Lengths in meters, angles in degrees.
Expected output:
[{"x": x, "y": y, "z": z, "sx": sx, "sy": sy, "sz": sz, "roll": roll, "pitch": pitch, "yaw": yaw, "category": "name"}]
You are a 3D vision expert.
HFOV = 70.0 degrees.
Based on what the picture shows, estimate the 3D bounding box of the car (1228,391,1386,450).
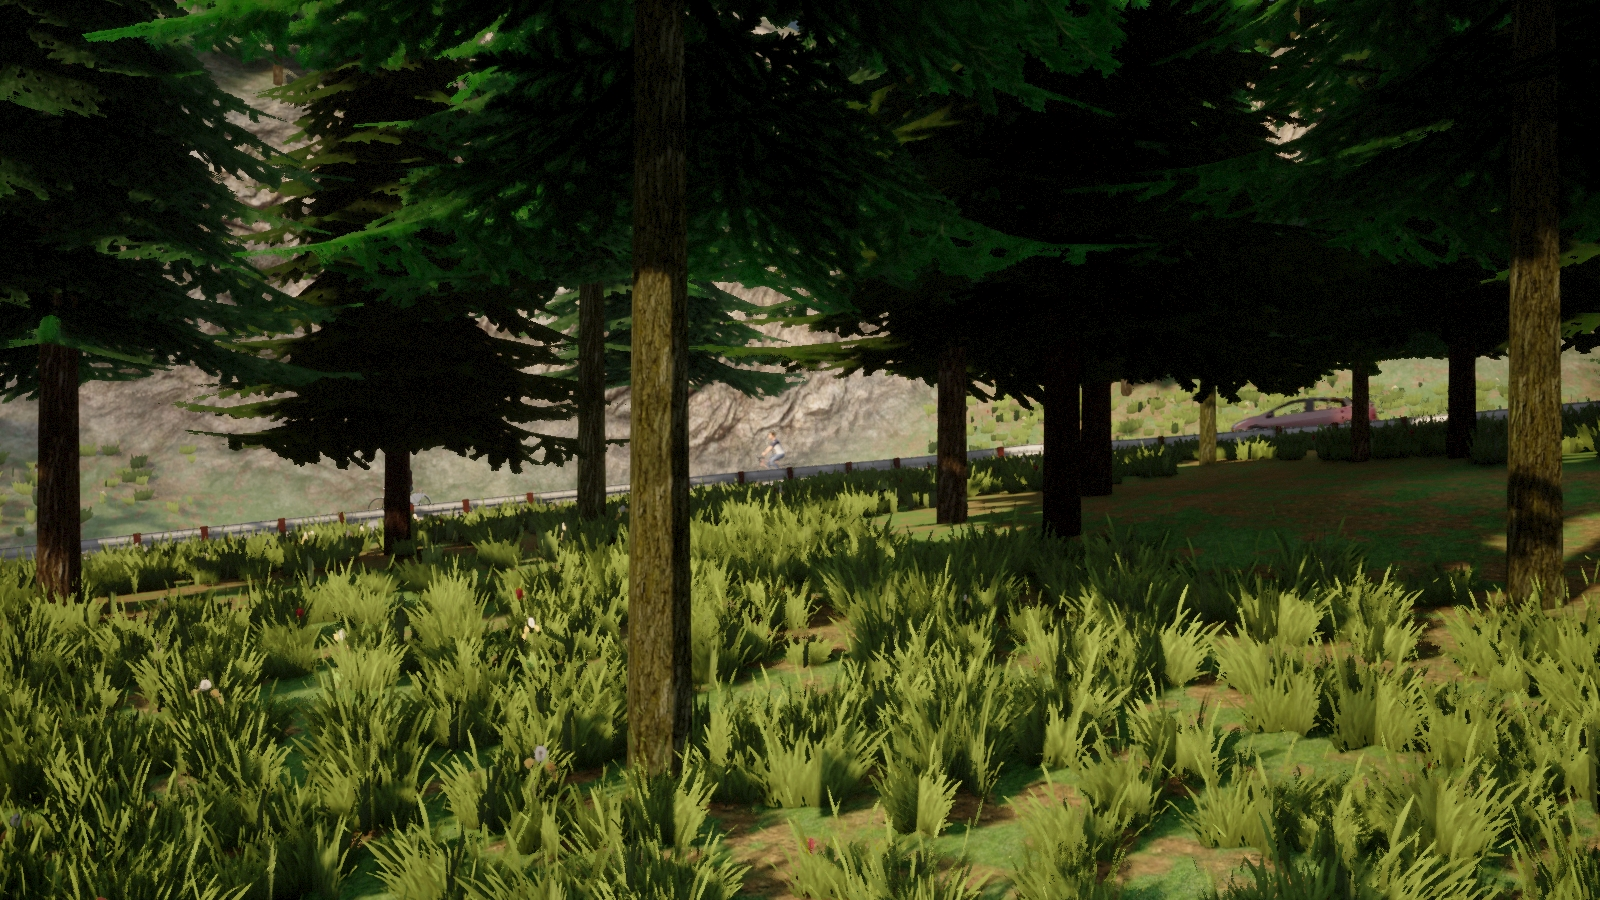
[{"x": 16.540, "y": -0.920, "z": 37.508, "sx": 4.514, "sy": 1.525, "sz": 2.007, "roll": -5, "pitch": -2, "yaw": 22, "category": "car"}]

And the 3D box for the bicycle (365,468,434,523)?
[{"x": -12.075, "y": 1.355, "z": 34.490, "sx": 1.835, "sy": 1.471, "sz": 0.329, "roll": -5, "pitch": 2, "yaw": -29, "category": "bicycle"}]

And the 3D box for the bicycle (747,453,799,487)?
[{"x": -0.926, "y": 0.669, "z": 39.104, "sx": 1.643, "sy": 1.024, "sz": 0.373, "roll": -5, "pitch": 1, "yaw": -10, "category": "bicycle"}]
